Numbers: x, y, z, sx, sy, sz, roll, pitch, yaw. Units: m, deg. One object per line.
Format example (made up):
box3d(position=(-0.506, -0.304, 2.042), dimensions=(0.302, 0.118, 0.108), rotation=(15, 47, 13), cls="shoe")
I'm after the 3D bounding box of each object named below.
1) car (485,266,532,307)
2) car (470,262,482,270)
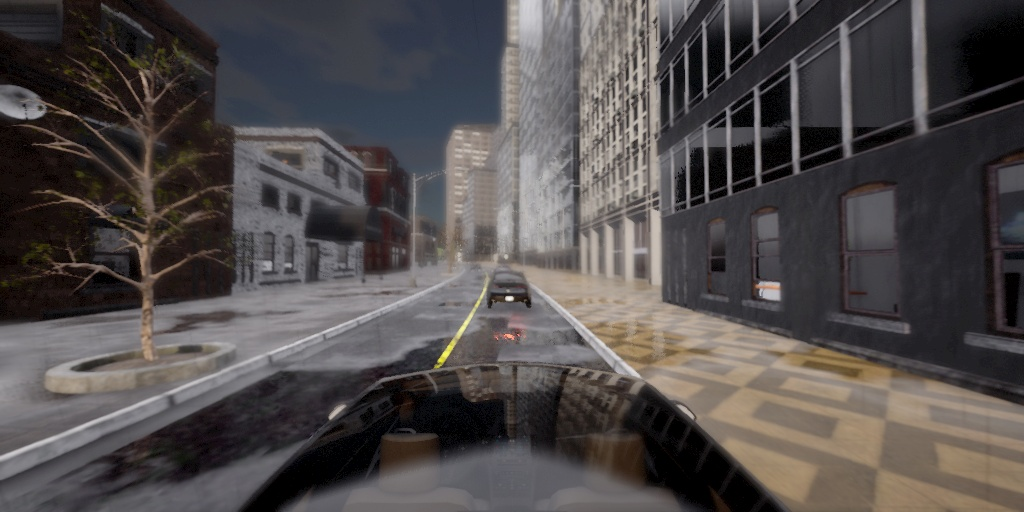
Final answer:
box3d(position=(-0.148, 1.392, 16.212), dimensions=(1.837, 1.490, 4.892), rotation=(0, 0, -1), cls="car")
box3d(position=(-6.565, 1.858, 64.995), dimensions=(1.994, 1.385, 4.181), rotation=(0, -1, -7), cls="car")
